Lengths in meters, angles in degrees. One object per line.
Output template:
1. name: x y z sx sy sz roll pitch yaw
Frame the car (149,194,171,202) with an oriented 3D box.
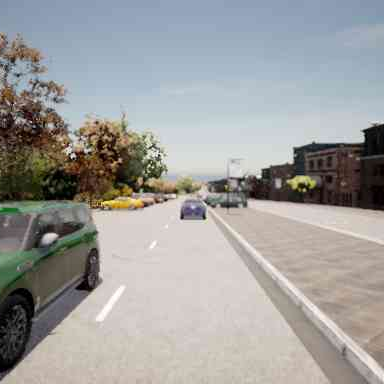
1. car: -8.399 1.454 86.999 5.566 2.045 2.435 0 -1 0

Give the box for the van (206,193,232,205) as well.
1. van: 4.832 1.250 59.366 4.442 1.987 1.878 0 0 0

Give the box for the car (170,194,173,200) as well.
1. car: -8.392 1.426 84.337 5.566 2.045 2.435 0 -1 0

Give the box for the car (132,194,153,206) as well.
1. car: -8.353 1.401 45.348 5.008 1.535 2.097 0 0 0

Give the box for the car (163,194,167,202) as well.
1. car: -8.189 1.513 64.841 5.366 1.575 1.946 0 0 0

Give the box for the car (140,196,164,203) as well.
1. car: -8.358 1.587 70.412 4.792 1.488 2.163 0 0 0

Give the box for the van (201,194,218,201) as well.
1. van: 4.761 1.512 90.199 4.442 1.987 1.878 0 -1 0

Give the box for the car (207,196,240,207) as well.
1. car: 4.721 1.422 50.954 4.892 1.521 2.231 0 0 0

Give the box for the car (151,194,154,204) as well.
1. car: -8.352 1.451 48.135 4.674 1.452 2.002 0 0 0

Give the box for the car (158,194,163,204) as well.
1. car: -8.366 1.536 62.055 4.674 1.452 2.002 0 0 0

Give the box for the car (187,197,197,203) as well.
1. car: -0.049 1.663 68.951 1.895 1.301 4.718 0 0 0

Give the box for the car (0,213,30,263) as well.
1. car: -8.335 1.494 11.295 4.674 1.452 2.002 0 0 0

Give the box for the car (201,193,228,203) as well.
1. car: 4.663 1.306 70.579 5.566 2.045 2.435 0 0 0

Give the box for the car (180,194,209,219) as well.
1. car: 0.092 1.285 28.869 2.097 1.767 4.553 0 0 0

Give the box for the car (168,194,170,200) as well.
1. car: -8.373 1.348 75.982 5.566 2.045 2.435 0 0 0

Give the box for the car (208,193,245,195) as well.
1. car: 4.703 1.150 45.350 5.566 2.045 2.435 0 0 0

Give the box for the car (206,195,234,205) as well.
1. car: 4.752 1.329 56.561 4.553 1.767 2.185 0 0 0

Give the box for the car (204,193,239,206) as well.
1. car: 4.696 1.187 53.761 5.566 2.045 2.435 0 0 0

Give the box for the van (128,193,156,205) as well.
1. van: -8.475 1.229 56.485 4.442 1.987 1.878 0 0 0

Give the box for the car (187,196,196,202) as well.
1. car: -0.073 1.656 78.948 2.033 1.411 5.357 0 -1 0

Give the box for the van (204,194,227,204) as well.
1. van: 4.588 1.290 64.972 4.442 1.987 1.878 0 0 0

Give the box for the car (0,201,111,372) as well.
1. car: -3.310 1.209 6.004 2.150 2.045 5.566 0 0 0

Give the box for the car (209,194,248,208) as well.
1. car: 4.739 1.397 42.549 4.892 1.521 2.231 0 0 0

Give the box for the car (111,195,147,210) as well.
1. car: -8.341 1.393 39.780 5.008 1.535 2.097 0 0 0

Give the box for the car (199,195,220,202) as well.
1. car: 4.473 1.675 84.589 5.366 1.575 1.946 0 -1 0

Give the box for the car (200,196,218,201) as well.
1. car: 4.667 1.796 92.999 4.792 1.488 2.163 0 -1 0

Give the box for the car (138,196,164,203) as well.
1. car: -8.375 1.537 67.627 5.008 1.535 2.097 0 0 0

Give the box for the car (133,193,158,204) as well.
1. car: -8.324 1.312 53.704 4.553 1.767 2.185 0 0 0
